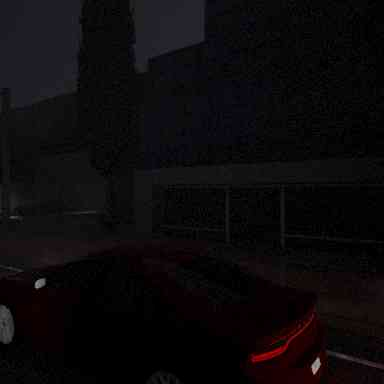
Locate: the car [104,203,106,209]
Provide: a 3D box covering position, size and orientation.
[{"bbox_3d":[-8.693,1.491,41.354,2.128,1.511,4.902,0,0,36],"label":"car"}]

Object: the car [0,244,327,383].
[{"bbox_3d":[-0.846,1.478,4.589,5.008,1.535,1.882,0,0,35],"label":"car"}]

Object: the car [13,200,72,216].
[{"bbox_3d":[-14.686,1.547,32.988,2.033,1.411,5.357,0,0,36],"label":"car"}]
